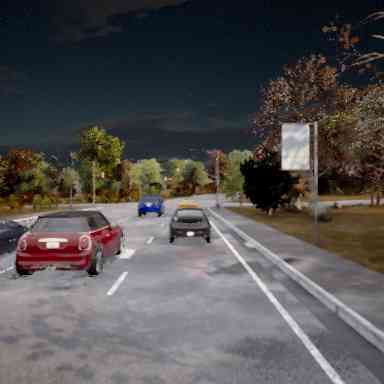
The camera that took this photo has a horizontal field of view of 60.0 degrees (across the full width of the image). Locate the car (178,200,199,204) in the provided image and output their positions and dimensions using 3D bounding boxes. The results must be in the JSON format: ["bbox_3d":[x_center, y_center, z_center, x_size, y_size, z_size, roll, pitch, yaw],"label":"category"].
[{"bbox_3d":[-0.363,1.545,33.670,1.882,1.535,5.008,0,0,-1],"label":"car"}]

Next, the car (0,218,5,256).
[{"bbox_3d":[-7.223,1.570,11.273,1.994,1.385,4.181,0,0,-1],"label":"car"}]

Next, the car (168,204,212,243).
[{"bbox_3d":[-0.105,1.508,16.199,1.837,1.490,4.892,0,-1,-1],"label":"car"}]

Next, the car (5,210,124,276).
[{"bbox_3d":[-3.527,1.354,10.491,2.097,1.767,4.553,0,0,-1],"label":"car"}]

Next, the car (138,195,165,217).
[{"bbox_3d":[-3.846,1.282,32.016,2.150,2.045,5.566,0,0,-1],"label":"car"}]
